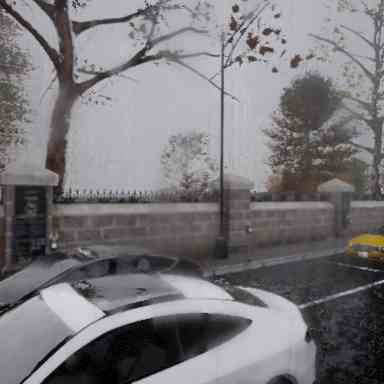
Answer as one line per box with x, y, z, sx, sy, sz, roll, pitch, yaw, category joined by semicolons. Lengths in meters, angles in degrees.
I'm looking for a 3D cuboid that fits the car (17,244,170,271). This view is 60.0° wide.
-1.753;1.580;5.307;4.313;1.339;1.947;1;0;-36;car

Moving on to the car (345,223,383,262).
7.276;1.641;11.748;4.829;1.417;1.752;1;0;-36;car

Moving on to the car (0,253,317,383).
-0.850;1.533;2.772;4.674;1.442;1.812;1;0;-35;car
